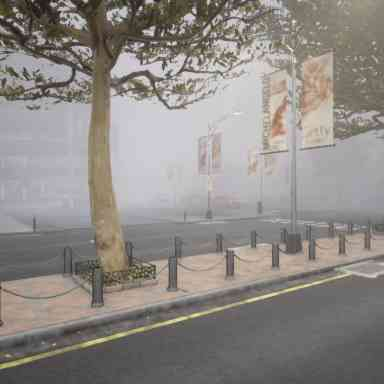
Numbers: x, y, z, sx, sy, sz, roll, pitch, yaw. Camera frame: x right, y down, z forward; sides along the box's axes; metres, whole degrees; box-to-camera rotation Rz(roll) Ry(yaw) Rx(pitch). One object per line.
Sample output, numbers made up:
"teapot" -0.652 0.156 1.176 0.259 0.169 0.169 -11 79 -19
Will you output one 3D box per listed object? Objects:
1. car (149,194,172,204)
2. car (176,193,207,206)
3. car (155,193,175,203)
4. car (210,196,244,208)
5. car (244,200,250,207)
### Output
"car" -6.359 1.564 63.880 1.994 1.385 4.181 0 0 -43
"car" -0.181 1.352 55.969 2.097 1.767 4.553 0 0 -36
"car" -5.528 1.220 68.331 5.566 2.045 2.150 0 0 43
"car" 4.915 1.352 48.890 2.097 1.767 4.553 0 0 -35
"car" 6.978 1.526 52.034 1.812 1.442 4.674 0 0 -36
